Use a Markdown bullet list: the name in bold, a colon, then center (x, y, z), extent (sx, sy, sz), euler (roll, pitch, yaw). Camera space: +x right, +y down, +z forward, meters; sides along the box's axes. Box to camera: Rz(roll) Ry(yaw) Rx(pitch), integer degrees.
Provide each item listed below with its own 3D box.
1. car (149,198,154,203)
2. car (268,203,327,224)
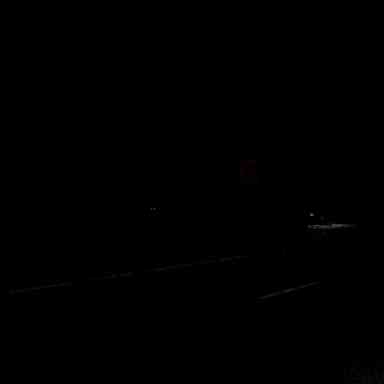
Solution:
- **car**: center (-5.655, 1.497, 46.329), extent (1.994, 1.385, 4.181), euler (0, 1, -32)
- **car**: center (7.793, 1.542, 25.011), extent (1.812, 1.442, 4.674), euler (0, 0, -32)
